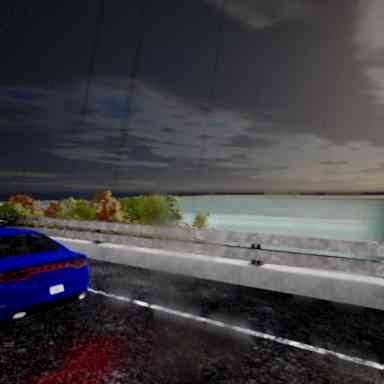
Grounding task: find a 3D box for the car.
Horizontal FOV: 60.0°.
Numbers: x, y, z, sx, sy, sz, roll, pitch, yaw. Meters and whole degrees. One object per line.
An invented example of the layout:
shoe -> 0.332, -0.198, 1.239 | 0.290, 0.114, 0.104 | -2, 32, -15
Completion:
car -> -4.302, 1.508, 7.089 | 5.008, 1.535, 1.882 | 0, 0, 36
